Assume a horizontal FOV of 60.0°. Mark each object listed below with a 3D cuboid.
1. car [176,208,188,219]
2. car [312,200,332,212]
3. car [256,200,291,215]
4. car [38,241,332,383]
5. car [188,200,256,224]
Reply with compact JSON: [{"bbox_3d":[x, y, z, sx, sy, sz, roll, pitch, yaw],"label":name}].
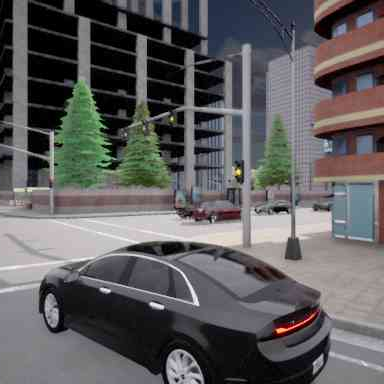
[{"bbox_3d":[0.983,1.655,29.065,4.718,1.301,1.895,0,0,-36],"label":"car"},{"bbox_3d":[16.646,1.406,40.273,4.553,1.767,2.097,0,0,-35],"label":"car"},{"bbox_3d":[8.563,1.546,34.501,4.902,1.511,2.128,0,0,-36],"label":"car"},{"bbox_3d":[-0.534,1.505,5.001,4.892,1.490,1.837,0,0,41],"label":"car"},{"bbox_3d":[2.330,1.406,25.478,4.553,1.767,2.097,0,0,-36],"label":"car"}]
